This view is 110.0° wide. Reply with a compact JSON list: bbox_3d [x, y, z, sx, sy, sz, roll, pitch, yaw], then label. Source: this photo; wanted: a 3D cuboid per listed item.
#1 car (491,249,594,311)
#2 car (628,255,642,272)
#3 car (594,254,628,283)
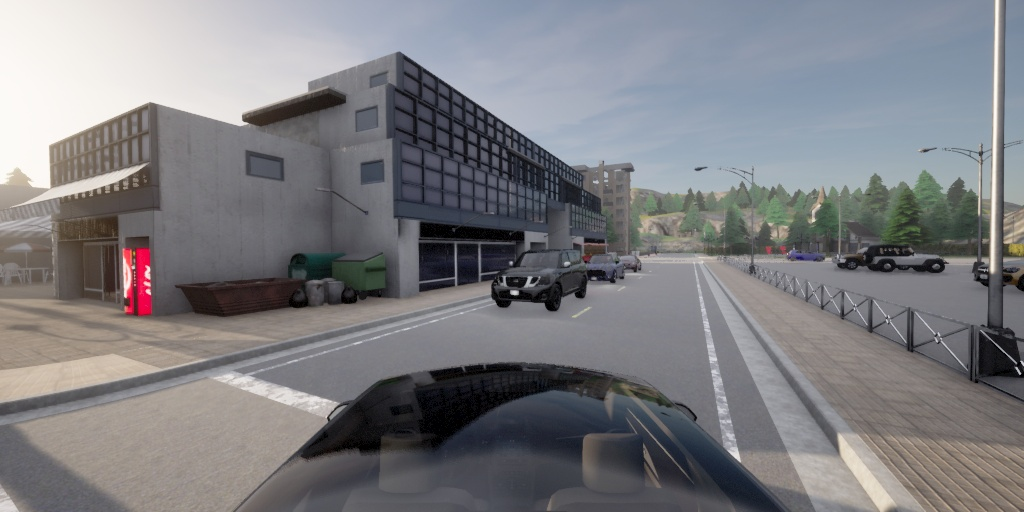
[{"bbox_3d":[1.311,0.752,13.792,2.150,2.045,5.566,0,1,27],"label":"car"},{"bbox_3d":[10.298,0.619,31.737,1.812,1.442,4.674,0,1,27],"label":"car"},{"bbox_3d":[5.714,0.668,22.589,2.097,1.767,4.553,0,1,27],"label":"car"}]
